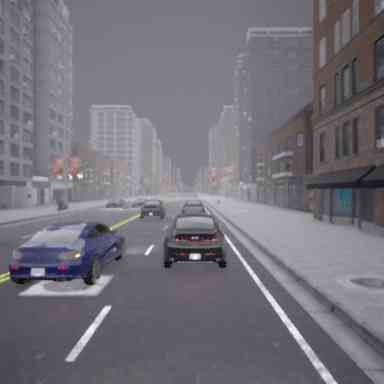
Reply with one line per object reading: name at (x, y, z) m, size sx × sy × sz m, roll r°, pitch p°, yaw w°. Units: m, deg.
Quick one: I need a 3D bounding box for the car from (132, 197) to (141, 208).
car at (-6.544, 1.398, 43.242) m, size 1.994 × 1.385 × 4.181 m, roll 0°, pitch 0°, yaw 0°

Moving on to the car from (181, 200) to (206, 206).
car at (0.115, 1.383, 28.005) m, size 2.128 × 1.511 × 4.902 m, roll 0°, pitch 0°, yaw 0°

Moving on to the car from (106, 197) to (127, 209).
car at (-9.794, 1.398, 43.251) m, size 1.994 × 1.385 × 4.181 m, roll 0°, pitch 0°, yaw 0°

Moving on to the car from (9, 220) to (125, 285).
car at (-3.165, 1.488, 9.234) m, size 1.812 × 1.442 × 4.674 m, roll 0°, pitch 0°, yaw 1°

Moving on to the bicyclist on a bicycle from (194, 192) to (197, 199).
bicyclist on a bicycle at (0.976, 1.017, 93.813) m, size 0.659 × 1.776 × 1.843 m, roll 0°, pitch 0°, yaw 0°

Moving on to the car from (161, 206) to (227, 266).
car at (0.097, 1.460, 11.312) m, size 1.837 × 1.490 × 4.892 m, roll 0°, pitch 0°, yaw 0°

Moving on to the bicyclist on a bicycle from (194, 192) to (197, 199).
bicyclist on a bicycle at (0.970, 1.133, 84.818) m, size 0.582 × 1.620 × 1.656 m, roll 0°, pitch 0°, yaw 0°

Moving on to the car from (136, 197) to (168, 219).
car at (-3.136, 1.398, 27.810) m, size 1.837 × 1.490 × 4.892 m, roll 0°, pitch 1°, yaw 0°
